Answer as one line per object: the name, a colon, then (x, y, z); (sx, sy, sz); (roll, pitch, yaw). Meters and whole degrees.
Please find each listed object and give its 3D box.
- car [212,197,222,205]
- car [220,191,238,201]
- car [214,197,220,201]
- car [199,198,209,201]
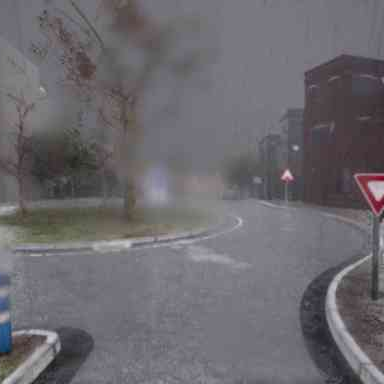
car: (6.032, 2.279, 81.059); (2.097, 1.767, 4.553); (0, -3, 1)
car: (5.223, 0.673, 45.601); (1.812, 1.442, 4.674); (0, -3, 2)
car: (5.494, 1.389, 58.210); (2.033, 1.411, 5.357); (0, -3, 1)
car: (2.484, 1.877, 67.635); (1.812, 1.442, 4.674); (0, -3, 2)
